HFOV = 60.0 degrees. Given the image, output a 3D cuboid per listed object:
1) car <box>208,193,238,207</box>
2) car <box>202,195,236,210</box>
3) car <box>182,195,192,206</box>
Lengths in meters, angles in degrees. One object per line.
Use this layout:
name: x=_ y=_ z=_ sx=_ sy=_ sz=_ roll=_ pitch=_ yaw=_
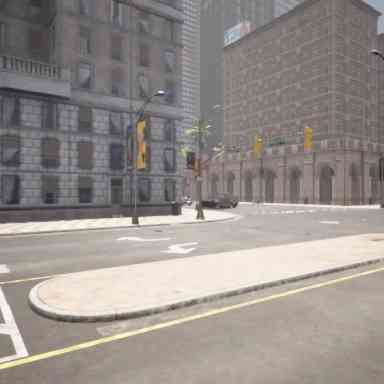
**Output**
car: x=4.169 y=1.220 z=47.344 sx=2.150 sy=2.045 sz=5.566 roll=0 pitch=0 yaw=-35
car: x=2.957 y=1.477 z=42.954 sx=1.882 sy=1.535 sz=5.008 roll=0 pitch=0 yaw=-35
car: x=-1.850 y=1.491 z=56.201 sx=2.128 sy=1.511 sz=4.902 roll=0 pitch=0 yaw=-34
